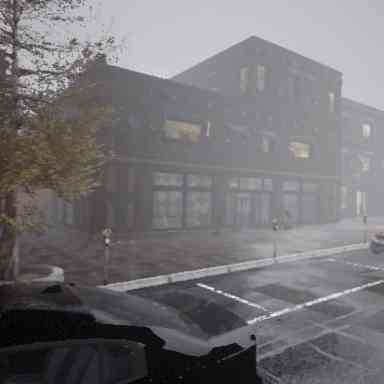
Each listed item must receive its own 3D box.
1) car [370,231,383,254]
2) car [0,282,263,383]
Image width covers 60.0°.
[{"bbox_3d":[8.437,1.676,12.557,4.206,1.307,1.802,0,1,-35],"label":"car"},{"bbox_3d":[-1.751,1.476,2.080,5.008,1.535,1.882,0,0,-35],"label":"car"}]
